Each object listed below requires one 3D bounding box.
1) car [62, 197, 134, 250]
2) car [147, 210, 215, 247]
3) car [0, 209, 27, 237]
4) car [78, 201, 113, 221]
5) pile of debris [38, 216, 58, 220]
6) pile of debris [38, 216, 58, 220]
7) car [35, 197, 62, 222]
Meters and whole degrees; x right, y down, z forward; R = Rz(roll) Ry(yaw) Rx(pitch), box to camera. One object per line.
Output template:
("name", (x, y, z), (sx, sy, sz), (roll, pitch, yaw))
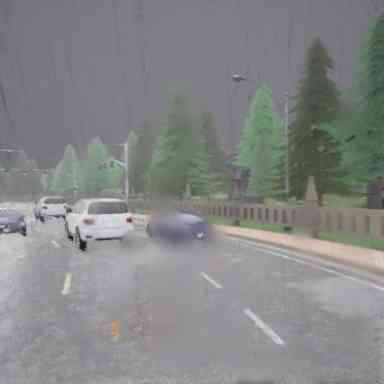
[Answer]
("car", (-4.369, 1.305, 15.252), (2.150, 2.045, 5.566), (-1, 0, -28))
("car", (-0.611, 1.563, 15.234), (1.812, 1.442, 4.674), (-1, 0, -25))
("car", (-10.445, 1.685, 18.751), (1.812, 1.442, 4.674), (-1, 0, -30))
("car", (-8.820, 1.641, 30.045), (1.882, 1.535, 5.008), (-1, 0, -30))
("pile of debris", (-13.203, 2.390, 30.450), (1.500, 0.140, 1.860), (-1, 0, -31))
("pile of debris", (-13.203, 2.390, 30.450), (1.500, 0.140, 1.860), (-1, 0, -31))
("car", (-12.415, 1.426, 29.279), (2.150, 2.045, 5.566), (-1, 0, -31))
